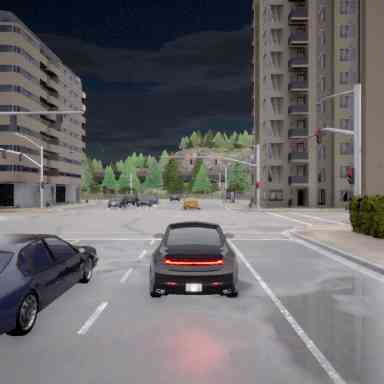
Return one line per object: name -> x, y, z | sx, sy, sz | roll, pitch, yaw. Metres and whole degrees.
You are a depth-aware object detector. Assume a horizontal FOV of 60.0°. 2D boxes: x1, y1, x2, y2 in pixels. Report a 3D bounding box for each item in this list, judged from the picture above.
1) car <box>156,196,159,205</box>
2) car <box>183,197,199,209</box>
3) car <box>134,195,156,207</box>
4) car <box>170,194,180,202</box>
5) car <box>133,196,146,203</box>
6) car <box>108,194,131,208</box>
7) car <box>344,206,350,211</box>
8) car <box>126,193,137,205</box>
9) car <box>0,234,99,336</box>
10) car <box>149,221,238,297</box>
car -> -7.177, 1.352, 59.524 | 2.097, 1.767, 4.553 | 0, 0, 0
car -> -0.106, 1.477, 44.943 | 1.882, 1.535, 5.008 | -1, 0, -3
car -> -7.167, 1.564, 50.946 | 1.994, 1.385, 4.181 | 0, 0, 0
car -> -3.634, 1.194, 72.985 | 2.097, 1.767, 4.553 | 0, 0, 0
car -> -10.634, 1.564, 67.489 | 1.994, 1.385, 4.181 | 0, 0, 0
car -> -10.671, 1.491, 47.589 | 2.128, 1.511, 4.902 | 0, 0, 0
car -> 18.895, 1.547, 34.650 | 5.357, 1.411, 2.033 | 0, 0, 0
car -> -10.679, 1.221, 57.455 | 2.150, 2.045, 5.566 | 0, 0, 0
car -> -3.462, 1.547, 6.598 | 2.033, 1.411, 5.357 | 0, 0, 0
car -> 0.048, 1.505, 8.528 | 1.837, 1.490, 4.892 | 0, 0, 0
